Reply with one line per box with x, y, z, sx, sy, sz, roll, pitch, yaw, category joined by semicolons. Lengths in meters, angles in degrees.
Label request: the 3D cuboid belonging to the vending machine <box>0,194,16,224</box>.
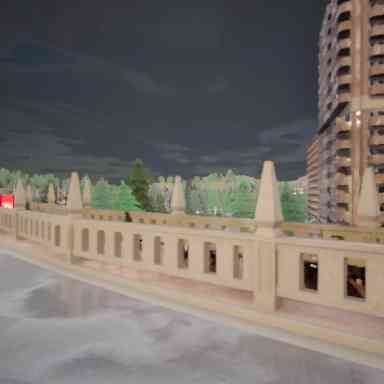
-13.497;1.200;24.167;1.100;2.100;0.880;0;0;-35;vending machine
